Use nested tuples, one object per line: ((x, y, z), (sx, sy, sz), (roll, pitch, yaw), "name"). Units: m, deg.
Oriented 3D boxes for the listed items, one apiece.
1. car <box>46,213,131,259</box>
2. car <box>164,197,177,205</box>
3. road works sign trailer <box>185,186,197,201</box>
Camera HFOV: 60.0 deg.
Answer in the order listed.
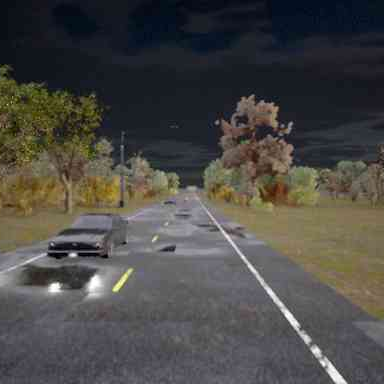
((-3.605, 1.526, 12.748), (2.033, 1.411, 5.357), (0, 0, 0), "car")
((-3.570, 1.481, 55.622), (1.994, 1.385, 4.181), (0, 0, 0), "car")
((-0.026, 0.358, 76.337), (2.380, 3.560, 2.880), (0, 0, 0), "road works sign trailer")
